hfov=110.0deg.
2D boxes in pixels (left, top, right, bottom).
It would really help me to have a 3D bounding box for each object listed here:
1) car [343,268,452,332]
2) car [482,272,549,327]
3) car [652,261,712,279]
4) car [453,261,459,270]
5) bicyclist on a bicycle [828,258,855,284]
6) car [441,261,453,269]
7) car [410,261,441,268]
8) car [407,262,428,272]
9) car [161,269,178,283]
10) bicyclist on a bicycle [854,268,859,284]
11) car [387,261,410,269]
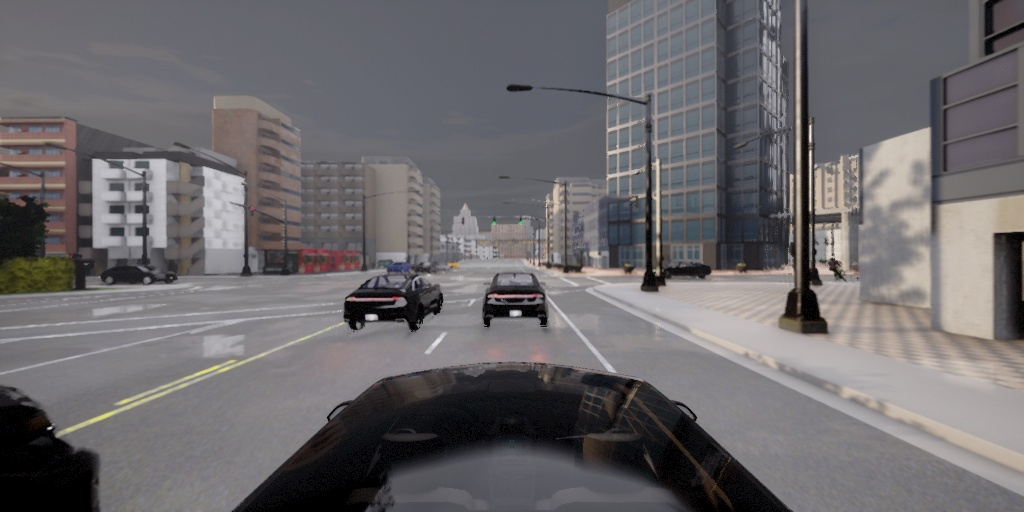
[{"bbox_3d":[-3.420,1.295,11.143,2.128,1.511,4.902,0,0,0],"label":"car"},{"bbox_3d":[0.089,1.274,11.678,2.128,1.511,4.902,0,0,0],"label":"car"},{"bbox_3d":[14.671,1.200,31.132,4.902,1.511,2.128,0,0,1],"label":"car"},{"bbox_3d":[-10.583,1.645,63.871,1.882,1.535,5.008,0,-1,0],"label":"car"},{"bbox_3d":[21.077,0.932,23.266,1.656,1.620,0.582,-18,-10,-27],"label":"bicyclist on a bicycle"},{"bbox_3d":[-10.621,1.634,53.726,1.895,1.301,4.718,0,-1,0],"label":"car"},{"bbox_3d":[-10.615,1.413,44.386,1.882,1.535,5.008,0,-1,0],"label":"car"},{"bbox_3d":[-14.112,1.617,53.930,1.994,1.385,4.181,0,-1,0],"label":"car"},{"bbox_3d":[-28.779,1.445,27.760,4.892,1.490,1.837,0,0,1],"label":"car"},{"bbox_3d":[22.507,0.985,22.765,1.656,1.620,0.582,-1,-1,18],"label":"bicyclist on a bicycle"},{"bbox_3d":[-14.111,1.433,44.933,1.882,1.535,5.008,0,-1,0],"label":"car"}]
